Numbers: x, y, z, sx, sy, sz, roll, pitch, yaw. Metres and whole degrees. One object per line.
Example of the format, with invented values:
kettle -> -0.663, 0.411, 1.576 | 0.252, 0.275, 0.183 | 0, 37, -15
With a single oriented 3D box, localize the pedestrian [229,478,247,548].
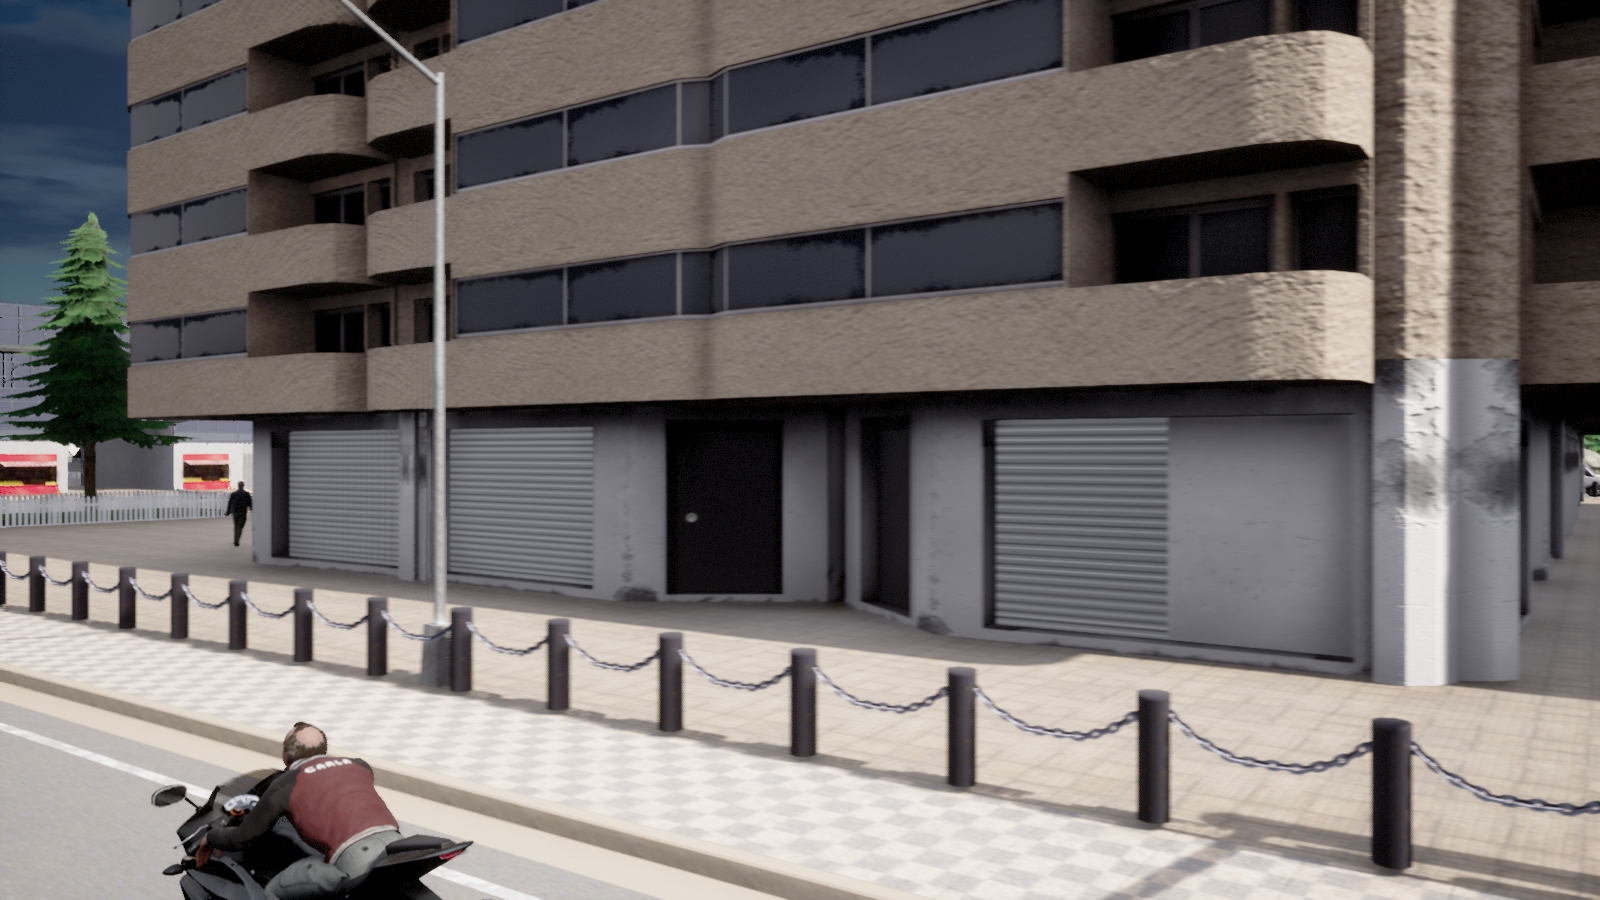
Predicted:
pedestrian -> -15.069, 1.675, 30.644 | 0.375, 1.860, 0.375 | 0, 0, -19

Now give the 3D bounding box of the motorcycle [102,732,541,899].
motorcycle -> -2.316, 2.205, 5.405 | 2.209, 1.251, 0.867 | 0, 0, 35
